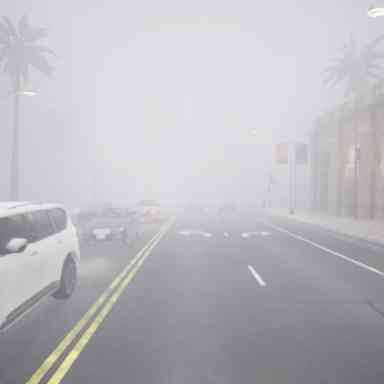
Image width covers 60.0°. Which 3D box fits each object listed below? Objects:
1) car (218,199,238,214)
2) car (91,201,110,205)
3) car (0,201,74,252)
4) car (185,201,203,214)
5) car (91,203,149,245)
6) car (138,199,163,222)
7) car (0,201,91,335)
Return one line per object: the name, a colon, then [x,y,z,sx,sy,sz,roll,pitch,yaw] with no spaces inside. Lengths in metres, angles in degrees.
car: [3.810,1.512,35.893,1.812,1.442,4.674,0,0,2]
car: [-6.972,1.471,25.083,1.882,1.535,5.008,0,0,1]
car: [-7.084,1.349,14.660,2.097,1.767,4.553,0,0,1]
car: [0.255,1.588,35.524,1.895,1.301,4.718,0,0,1]
car: [-3.574,1.487,15.591,2.128,1.511,4.902,0,0,1]
car: [-3.453,1.344,25.855,2.097,1.767,4.553,0,0,1]
car: [-3.612,1.221,5.532,2.150,2.045,5.566,0,0,-1]
